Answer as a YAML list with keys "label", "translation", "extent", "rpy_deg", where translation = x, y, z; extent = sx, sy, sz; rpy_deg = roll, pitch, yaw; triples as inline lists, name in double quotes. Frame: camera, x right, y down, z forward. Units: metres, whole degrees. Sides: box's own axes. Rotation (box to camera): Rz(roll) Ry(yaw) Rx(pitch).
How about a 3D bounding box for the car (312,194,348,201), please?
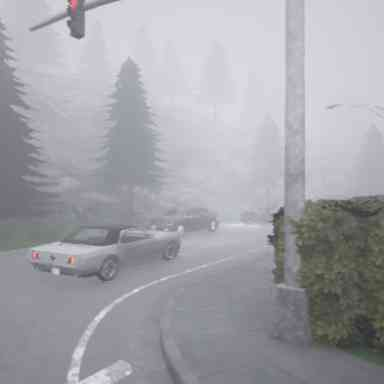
- label: "car"
  translation: [12.529, 1.213, 31.173]
  extent: [5.566, 2.045, 2.150]
  rpy_deg: [0, 0, -31]

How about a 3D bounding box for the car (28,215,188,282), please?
- label: "car"
  translation: [-2.176, 1.593, 9.862]
  extent: [1.895, 1.301, 4.718]
  rpy_deg: [0, 0, 29]

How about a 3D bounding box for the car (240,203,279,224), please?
- label: "car"
  translation: [5.427, 1.553, 25.039]
  extent: [1.994, 1.385, 4.181]
  rpy_deg: [0, 0, 42]

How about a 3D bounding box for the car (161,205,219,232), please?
- label: "car"
  translation: [-0.376, 1.494, 17.954]
  extent: [1.837, 1.490, 4.892]
  rpy_deg: [0, 0, 38]
